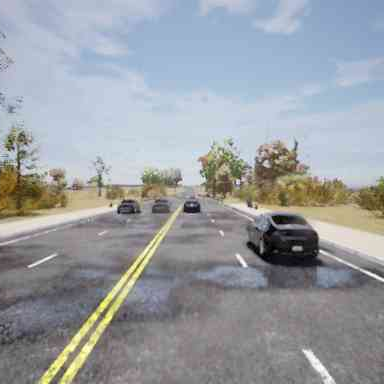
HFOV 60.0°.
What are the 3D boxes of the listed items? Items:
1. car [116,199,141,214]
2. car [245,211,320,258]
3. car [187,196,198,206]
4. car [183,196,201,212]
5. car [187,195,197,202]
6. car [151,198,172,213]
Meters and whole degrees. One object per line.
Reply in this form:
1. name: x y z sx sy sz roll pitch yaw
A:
1. car: -6.527 1.486 34.590 1.837 1.490 4.892 0 -1 0
2. car: 3.249 1.500 12.676 1.837 1.490 4.892 0 0 0
3. car: 0.094 1.483 55.011 1.812 1.442 4.674 0 0 0
4. car: -0.007 1.477 38.717 2.163 1.488 4.792 0 0 0
5. car: -0.007 1.479 73.549 2.033 1.411 5.357 0 0 0
6. car: -3.262 1.487 36.117 1.837 1.490 4.892 0 0 0
